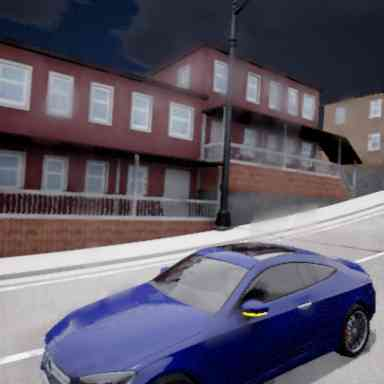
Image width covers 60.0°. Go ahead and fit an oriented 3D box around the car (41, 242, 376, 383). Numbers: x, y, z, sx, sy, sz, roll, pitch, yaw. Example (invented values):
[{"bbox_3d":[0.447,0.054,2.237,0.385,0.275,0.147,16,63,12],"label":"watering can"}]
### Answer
[{"bbox_3d":[0.580,1.465,4.358,4.674,1.442,1.812,-1,1,-34],"label":"car"}]
